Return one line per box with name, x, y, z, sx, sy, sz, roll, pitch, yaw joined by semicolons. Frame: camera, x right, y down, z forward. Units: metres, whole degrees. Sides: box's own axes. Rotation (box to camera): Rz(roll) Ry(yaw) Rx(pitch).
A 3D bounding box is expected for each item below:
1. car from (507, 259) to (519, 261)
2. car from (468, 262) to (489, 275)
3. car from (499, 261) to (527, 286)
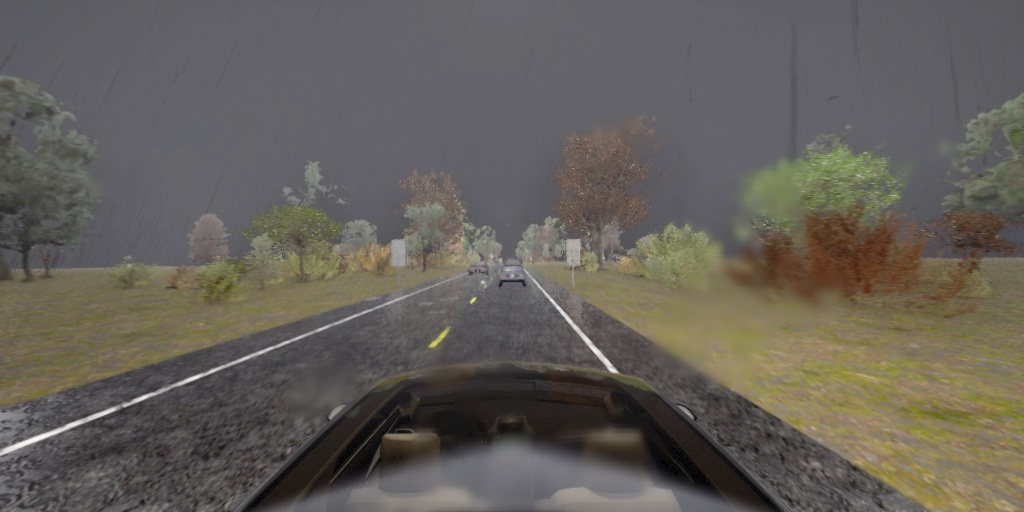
car;0.093;1.075;40.714;2.097;1.767;4.553;0;0;0
car;-3.477;1.308;38.277;1.994;1.385;4.181;0;0;0
car;0.043;1.268;24.697;2.033;1.411;5.357;0;0;1
